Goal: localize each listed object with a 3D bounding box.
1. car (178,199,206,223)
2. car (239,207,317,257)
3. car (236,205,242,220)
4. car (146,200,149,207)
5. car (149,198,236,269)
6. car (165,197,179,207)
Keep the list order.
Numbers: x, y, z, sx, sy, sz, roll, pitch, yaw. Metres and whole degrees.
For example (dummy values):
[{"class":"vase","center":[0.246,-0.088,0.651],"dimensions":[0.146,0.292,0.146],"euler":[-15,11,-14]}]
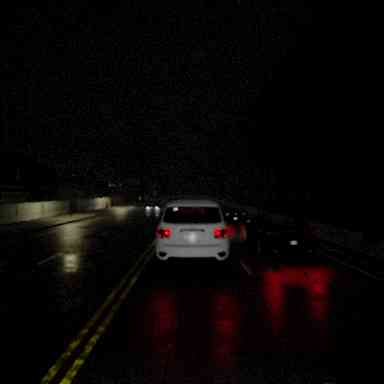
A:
[{"class":"car","center":[0.036,1.459,27.600],"dimensions":[2.097,1.767,4.553],"euler":[0,0,1]},{"class":"car","center":[3.295,1.528,13.228],"dimensions":[1.882,1.535,5.008],"euler":[0,-1,0]},{"class":"car","center":[3.281,1.707,27.070],"dimensions":[1.895,1.301,4.718],"euler":[0,0,1]},{"class":"car","center":[-6.583,1.754,57.076],"dimensions":[1.812,1.442,4.674],"euler":[0,0,0]},{"class":"car","center":[0.031,1.266,11.502],"dimensions":[2.150,2.045,5.566],"euler":[0,0,0]},{"class":"car","center":[-3.334,1.720,57.070],"dimensions":[2.128,1.511,4.902],"euler":[0,0,0]}]
